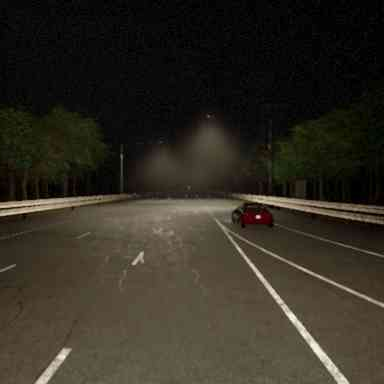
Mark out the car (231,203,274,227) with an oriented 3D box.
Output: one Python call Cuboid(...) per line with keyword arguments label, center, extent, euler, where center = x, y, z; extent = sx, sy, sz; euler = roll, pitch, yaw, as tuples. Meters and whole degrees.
Cuboid(label="car", center=(3.702, 1.372, 20.898), extent=(1.994, 1.385, 4.181), euler=(0, 0, -2))
